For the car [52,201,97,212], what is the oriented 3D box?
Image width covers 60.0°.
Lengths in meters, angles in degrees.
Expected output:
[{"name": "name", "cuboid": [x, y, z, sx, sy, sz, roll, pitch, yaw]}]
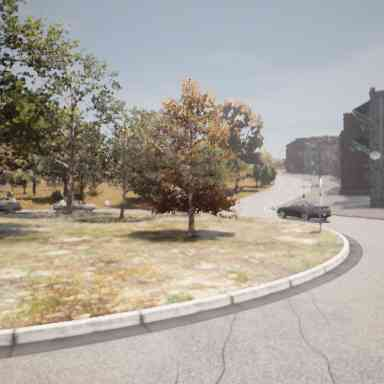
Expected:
[{"name": "car", "cuboid": [-12.996, 1.618, 36.886, 4.718, 1.301, 1.895, 1, 0, -16]}]

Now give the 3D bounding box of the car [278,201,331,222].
[{"name": "car", "cuboid": [8.731, 1.464, 26.296, 2.128, 1.511, 4.902, 0, 0, -21]}]

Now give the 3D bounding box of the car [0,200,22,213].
[{"name": "car", "cuboid": [-20.014, 1.451, 33.127, 5.357, 1.411, 2.033, 0, 0, -39]}]
